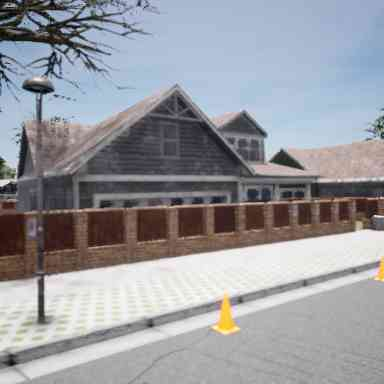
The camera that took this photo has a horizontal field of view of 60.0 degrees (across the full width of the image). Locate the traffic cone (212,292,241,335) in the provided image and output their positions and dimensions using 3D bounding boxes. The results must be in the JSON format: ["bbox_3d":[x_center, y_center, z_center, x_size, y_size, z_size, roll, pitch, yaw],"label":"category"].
[{"bbox_3d":[0.554,1.916,5.371,0.340,0.580,0.340,-1,0,-35],"label":"traffic cone"}]

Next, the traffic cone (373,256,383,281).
[{"bbox_3d":[4.721,1.869,8.200,0.340,0.580,0.340,-1,0,-34],"label":"traffic cone"}]
